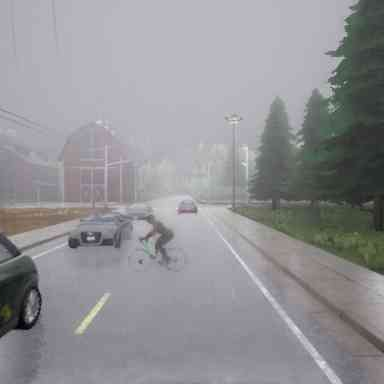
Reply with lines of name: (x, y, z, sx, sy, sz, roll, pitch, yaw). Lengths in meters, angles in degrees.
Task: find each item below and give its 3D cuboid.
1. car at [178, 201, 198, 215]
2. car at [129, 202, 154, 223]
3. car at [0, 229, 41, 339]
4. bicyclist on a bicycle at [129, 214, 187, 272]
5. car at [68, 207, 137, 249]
car: (-0.440, 1.563, 34.247, 1.994, 1.385, 4.181, 0, 0, -1)
car: (-3.982, 1.526, 25.406, 1.812, 1.442, 4.674, 0, 0, -1)
car: (-3.640, 1.351, 3.854, 2.097, 1.767, 4.553, 0, 0, -1)
bicyclist on a bicycle: (-0.972, 1.451, 9.312, 1.656, 1.620, 0.582, -2, 0, -1)
car: (-3.813, 1.564, 14.434, 1.994, 1.385, 4.181, 0, 0, -1)
